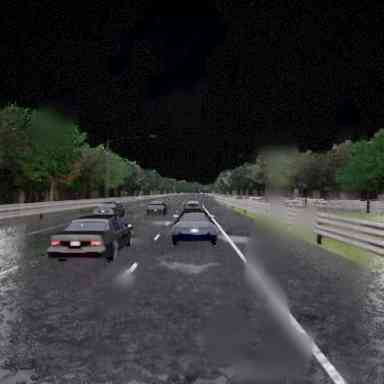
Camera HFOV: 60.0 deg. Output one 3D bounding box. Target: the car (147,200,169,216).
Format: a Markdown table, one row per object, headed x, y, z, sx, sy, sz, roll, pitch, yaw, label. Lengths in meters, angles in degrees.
| x | y | z | sx | sy | sz | roll | pitch | yaw | label |
| --- | --- | --- | --- | --- | --- | --- | --- | --- | --- |
| -3.396 | 1.521 | 33.384 | 2.128 | 1.511 | 4.902 | 0 | 0 | 0 | car |

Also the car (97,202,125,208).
| x | y | z | sx | sy | sz | roll | pitch | yaw | label |
| --- | --- | --- | --- | --- | --- | --- | --- | --- | --- |
| -6.896 | 1.565 | 28.242 | 2.033 | 1.411 | 5.357 | 1 | 0 | 0 | car |

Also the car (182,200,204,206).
| x | y | z | sx | sy | sz | roll | pitch | yaw | label |
| --- | --- | --- | --- | --- | --- | --- | --- | --- | --- |
| 0.106 | 1.534 | 33.520 | 1.837 | 1.490 | 4.892 | 0 | 0 | 0 | car |

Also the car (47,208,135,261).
| x | y | z | sx | sy | sz | roll | pitch | yaw | label |
| --- | --- | --- | --- | --- | --- | --- | --- | --- | --- |
| -3.403 | 1.550 | 12.175 | 2.033 | 1.411 | 5.357 | 0 | 0 | 0 | car |

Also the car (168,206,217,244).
| x | y | z | sx | sy | sz | roll | pitch | yaw | label |
| --- | --- | --- | --- | --- | --- | --- | --- | --- | --- |
| 0.102 | 1.569 | 15.814 | 1.994 | 1.385 | 4.181 | 0 | 0 | 0 | car |

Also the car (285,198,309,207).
| x | y | z | sx | sy | sz | roll | pitch | yaw | label |
| --- | --- | --- | --- | --- | --- | --- | --- | --- | --- |
| 17.571 | 1.680 | 55.790 | 1.882 | 1.535 | 5.008 | 0 | 0 | -17 | car |
